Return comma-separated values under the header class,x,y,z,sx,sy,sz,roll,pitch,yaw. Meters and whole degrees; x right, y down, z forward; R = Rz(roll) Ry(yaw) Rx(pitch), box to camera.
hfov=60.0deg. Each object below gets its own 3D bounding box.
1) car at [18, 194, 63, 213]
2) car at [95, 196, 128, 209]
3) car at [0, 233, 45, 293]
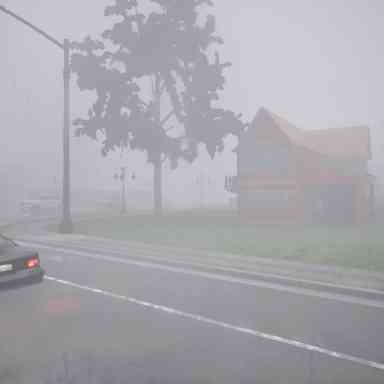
class,x,y,z,sx,sy,sz,roll,pitch,yaw
car,-16.632,1.222,37.618,2.150,2.045,5.566,0,0,33
car,-11.085,1.352,45.854,2.097,1.767,4.553,0,0,34
car,-5.736,1.547,8.025,5.357,1.411,2.033,0,0,36
